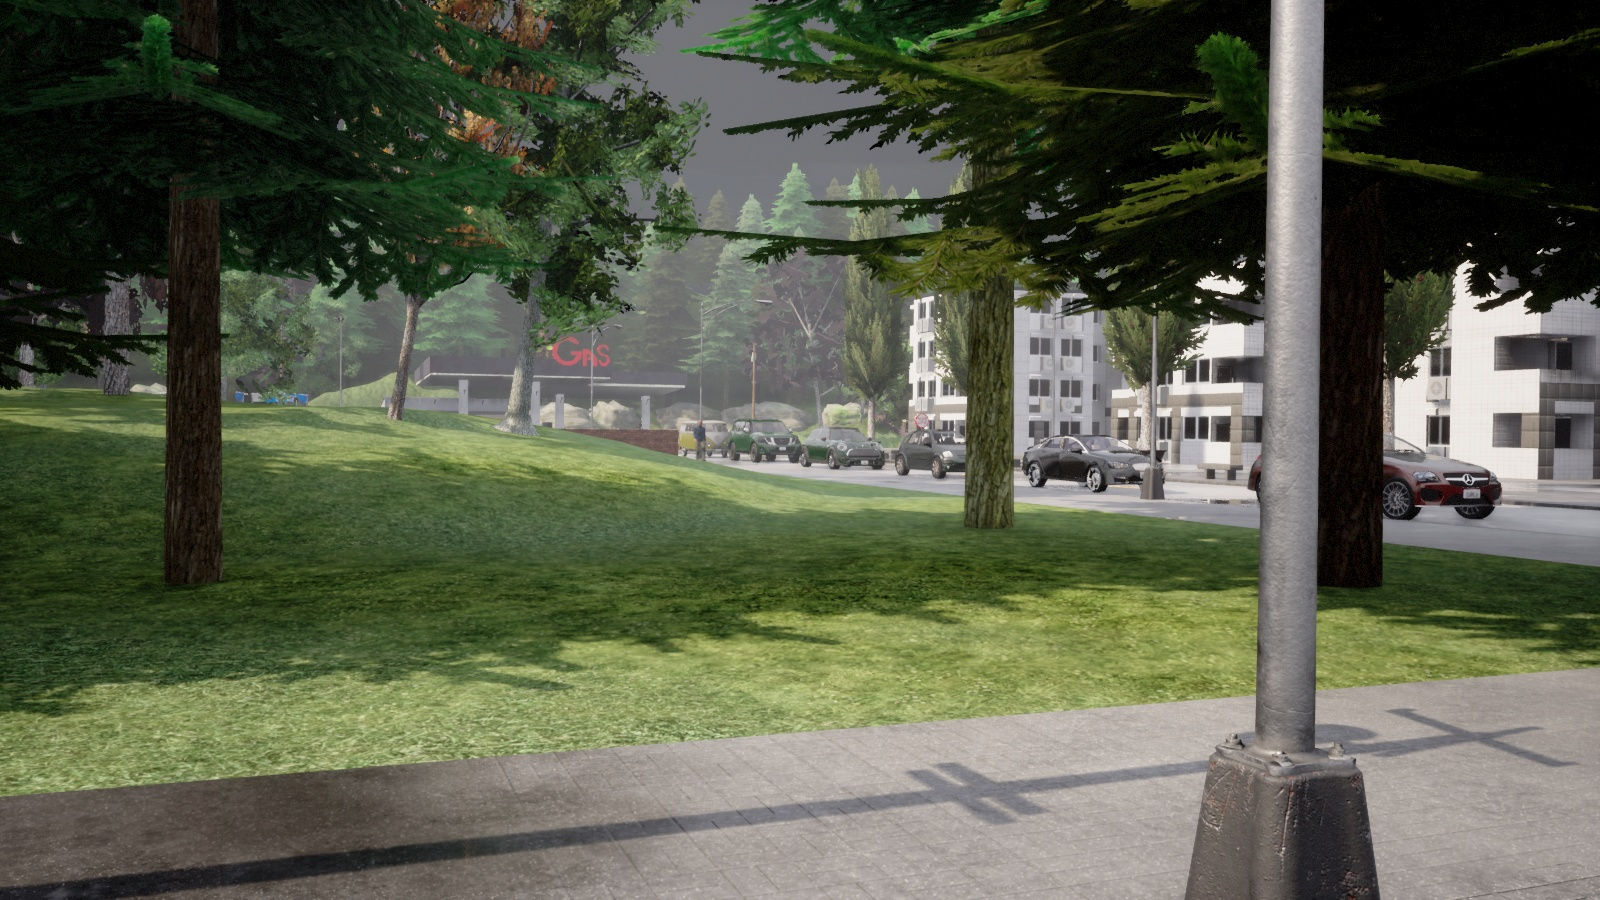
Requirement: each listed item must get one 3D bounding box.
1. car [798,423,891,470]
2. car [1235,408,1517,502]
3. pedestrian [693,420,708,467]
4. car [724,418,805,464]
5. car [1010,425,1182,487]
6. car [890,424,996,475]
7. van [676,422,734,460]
[{"bbox_3d":[1.699,-0.176,50.070,2.097,1.767,4.553,-1,1,-21],"label":"car"},{"bbox_3d":[11.236,0.049,24.984,2.152,1.651,5.027,-1,1,-21],"label":"car"},{"bbox_3d":[-3.970,-0.263,50.013,0.402,1.842,0.726,-1,1,-21],"label":"pedestrian"},{"bbox_3d":[-1.751,-0.427,59.159,2.150,2.045,5.566,-1,1,-20],"label":"car"},{"bbox_3d":[7.848,0.118,33.881,2.128,1.511,4.902,-1,1,-21],"label":"car"},{"bbox_3d":[4.729,-0.040,42.088,1.851,1.617,3.988,-1,1,-21],"label":"car"},{"bbox_3d":[-5.189,-0.502,68.159,1.775,1.987,4.442,-1,1,-23],"label":"van"}]
